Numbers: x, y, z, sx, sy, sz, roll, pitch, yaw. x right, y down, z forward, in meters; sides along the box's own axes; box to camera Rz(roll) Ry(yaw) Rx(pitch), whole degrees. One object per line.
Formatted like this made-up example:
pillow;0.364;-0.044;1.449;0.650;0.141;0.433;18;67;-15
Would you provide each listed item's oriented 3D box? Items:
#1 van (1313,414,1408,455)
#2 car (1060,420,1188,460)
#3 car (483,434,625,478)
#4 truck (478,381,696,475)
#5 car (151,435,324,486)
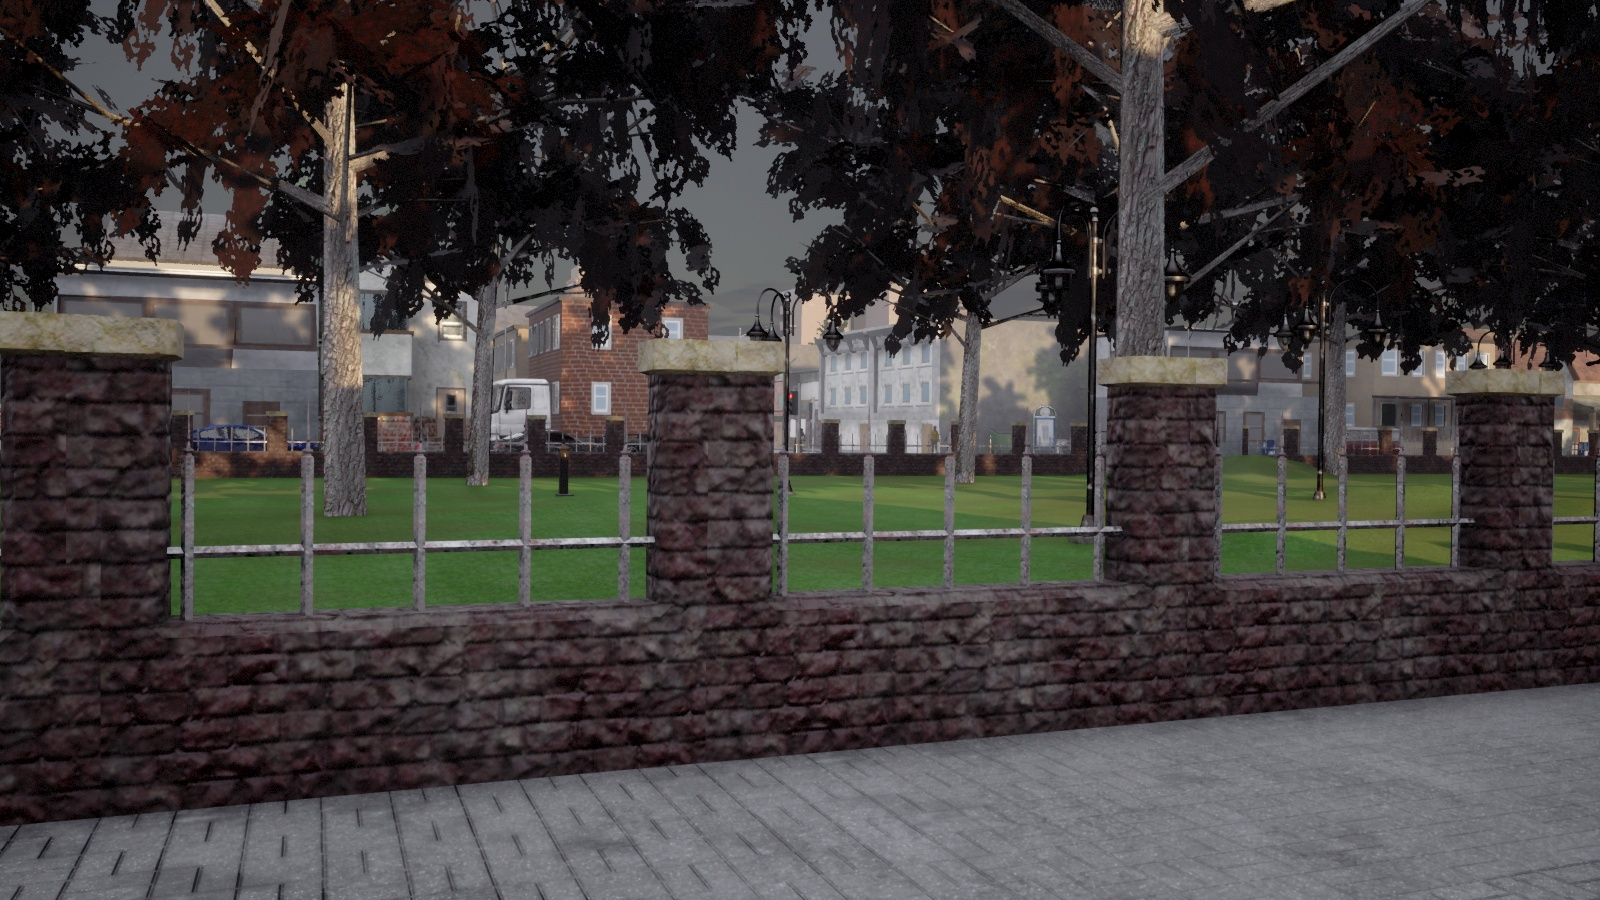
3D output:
van;28.271;-0.785;63.343;4.442;1.987;1.775;-1;1;-21
car;13.866;-0.451;53.975;5.027;1.651;2.152;-1;1;5
car;-8.734;0.192;44.624;4.674;1.442;1.812;-1;1;-24
truck;-8.309;-0.893;49.130;7.936;3.462;2.891;-1;1;-22
car;-18.238;0.307;40.900;5.008;1.535;1.882;-1;1;-24
